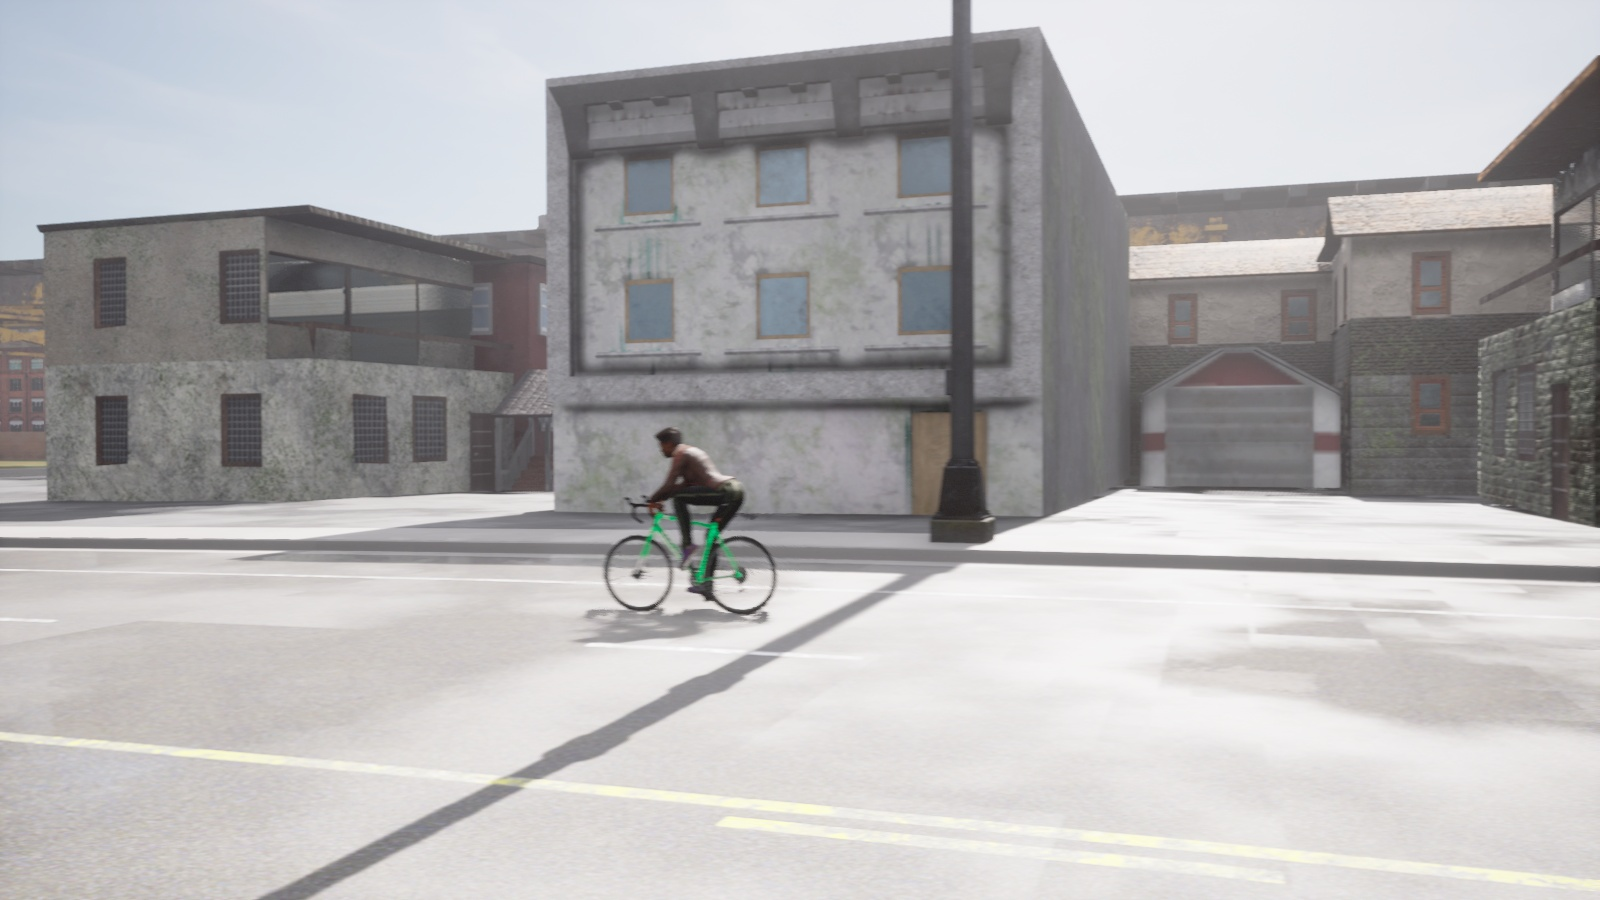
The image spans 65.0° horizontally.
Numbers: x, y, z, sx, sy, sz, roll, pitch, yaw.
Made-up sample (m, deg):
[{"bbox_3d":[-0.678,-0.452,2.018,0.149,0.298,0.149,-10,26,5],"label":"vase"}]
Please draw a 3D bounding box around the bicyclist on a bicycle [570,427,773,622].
[{"bbox_3d":[-1.119,0.616,10.954,1.656,1.620,0.582,0,1,19],"label":"bicyclist on a bicycle"}]
